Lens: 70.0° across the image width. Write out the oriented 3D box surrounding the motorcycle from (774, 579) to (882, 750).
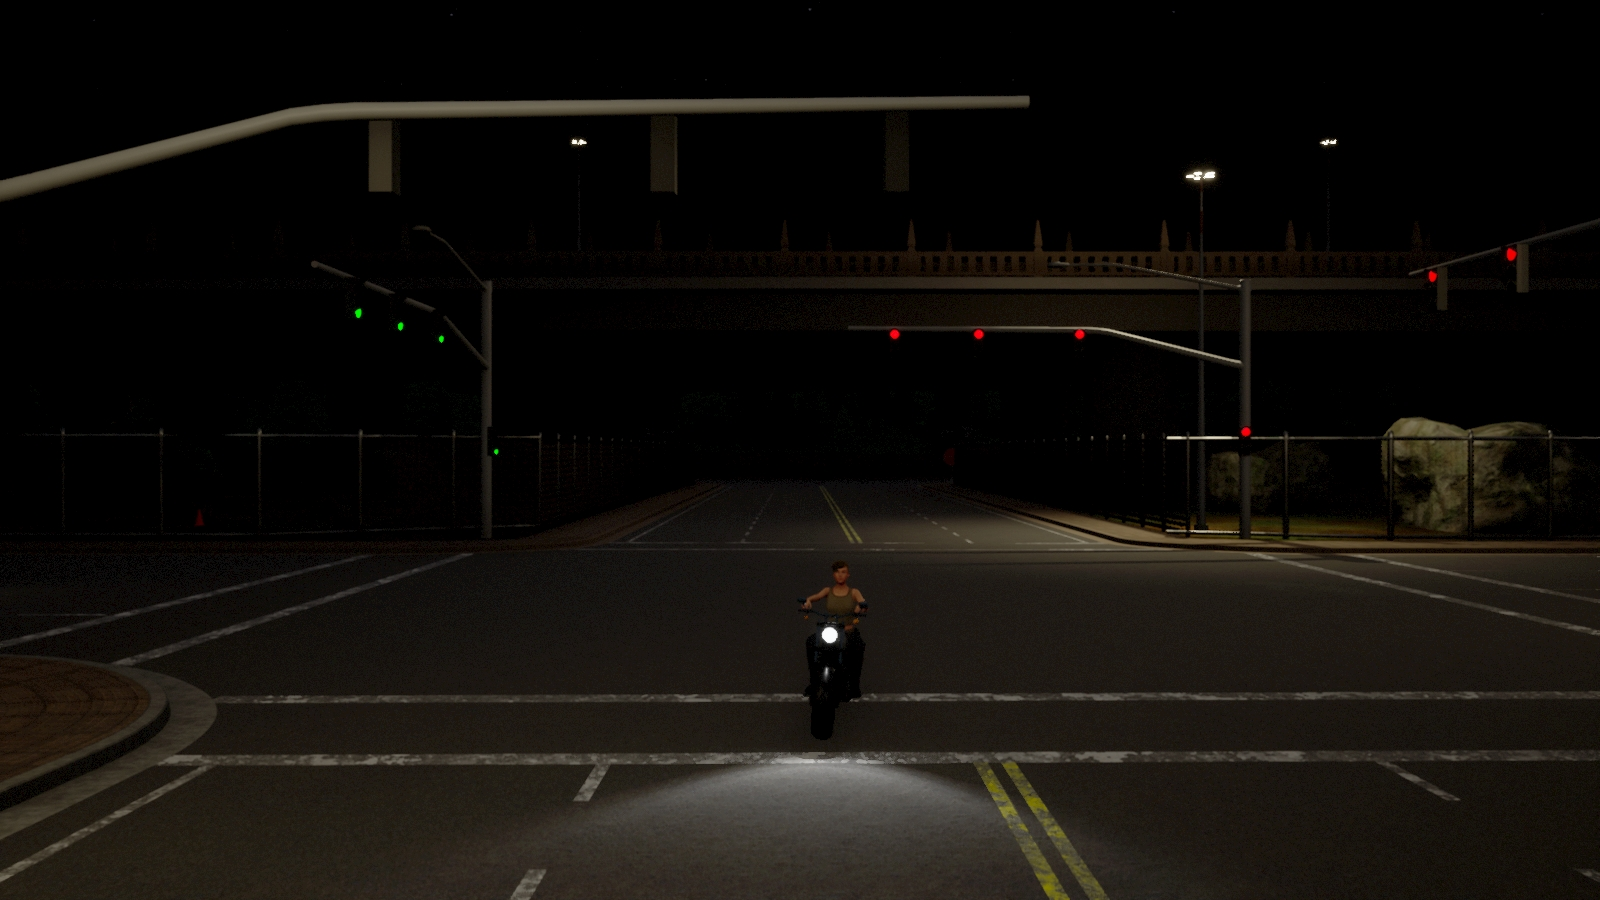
[{"bbox_3d":[0.344,2.158,11.981,0.764,1.307,2.356,1,0,10],"label":"motorcycle"}]
